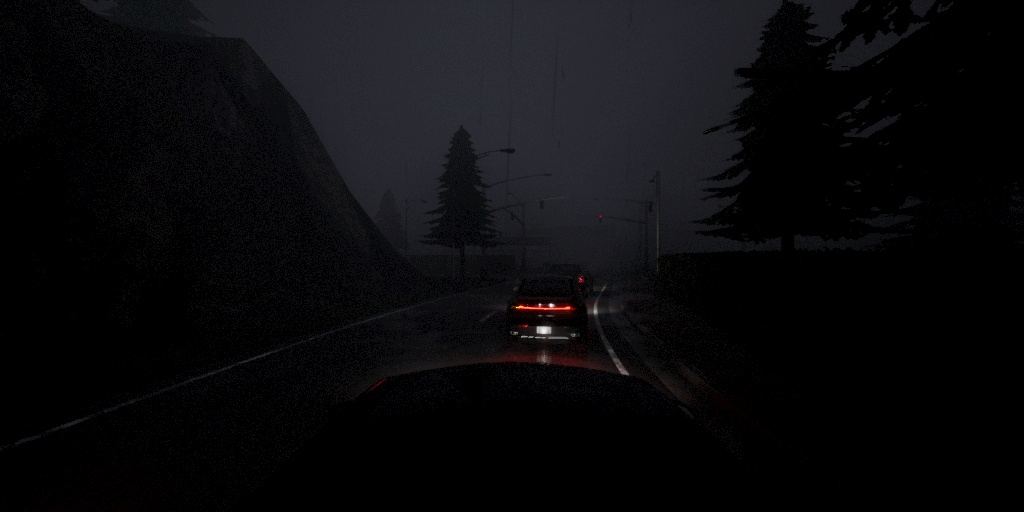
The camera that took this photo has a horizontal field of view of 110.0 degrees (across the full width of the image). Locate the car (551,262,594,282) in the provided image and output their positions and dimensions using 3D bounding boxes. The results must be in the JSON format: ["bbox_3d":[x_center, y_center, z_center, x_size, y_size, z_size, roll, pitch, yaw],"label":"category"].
[{"bbox_3d":[3.017,1.102,18.583,2.097,1.767,4.553,0,0,17],"label":"car"}]

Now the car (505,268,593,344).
[{"bbox_3d":[1.018,1.255,9.661,1.837,1.490,4.892,0,0,9],"label":"car"}]
